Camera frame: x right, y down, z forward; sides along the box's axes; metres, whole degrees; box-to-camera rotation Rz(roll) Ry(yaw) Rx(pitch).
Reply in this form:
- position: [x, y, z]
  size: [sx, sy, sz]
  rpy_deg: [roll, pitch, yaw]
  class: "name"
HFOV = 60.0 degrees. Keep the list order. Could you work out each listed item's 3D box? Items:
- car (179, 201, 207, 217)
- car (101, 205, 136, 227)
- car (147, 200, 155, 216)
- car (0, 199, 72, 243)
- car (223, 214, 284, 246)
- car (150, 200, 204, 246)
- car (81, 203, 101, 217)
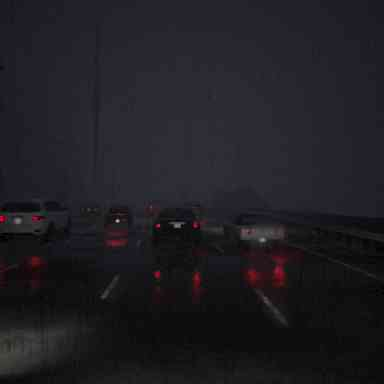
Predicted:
- position: [-0.001, 1.768, 35.360]
  size: [2.128, 1.511, 4.902]
  rpy_deg: [0, 0, -11]
  class: "car"
- position: [-5.331, 1.706, 24.779]
  size: [1.837, 1.490, 4.892]
  rpy_deg: [0, -1, -8]
  class: "car"
- position: [-3.765, 1.642, 36.377]
  size: [2.097, 1.767, 4.553]
  rpy_deg: [0, 0, -11]
  class: "car"
- position: [-7.913, 1.366, 17.256]
  size: [2.150, 2.045, 5.566]
  rpy_deg: [0, -1, -6]
  class: "car"
- position: [2.744, 1.723, 16.050]
  size: [1.895, 1.301, 4.718]
  rpy_deg: [0, 0, -5]
  class: "car"
- position: [-0.808, 1.480, 16.188]
  size: [2.097, 1.767, 4.553]
  rpy_deg: [0, 0, -5]
  class: "car"
- position: [-10.688, 1.840, 35.510]
  size: [2.033, 1.411, 5.357]
  rpy_deg: [0, 0, -11]
  class: "car"
